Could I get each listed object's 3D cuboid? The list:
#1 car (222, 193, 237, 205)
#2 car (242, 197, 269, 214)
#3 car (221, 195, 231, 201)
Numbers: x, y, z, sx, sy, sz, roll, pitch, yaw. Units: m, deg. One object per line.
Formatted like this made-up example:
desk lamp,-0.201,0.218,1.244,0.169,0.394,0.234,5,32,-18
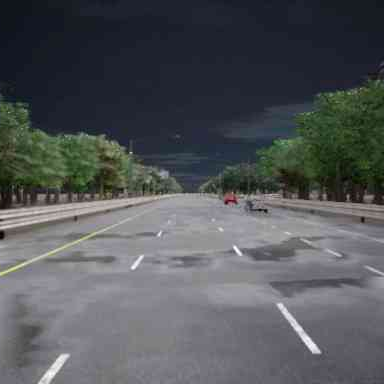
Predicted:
car,7.015,1.289,61.551,2.150,2.045,5.566,0,0,0
car,7.007,1.588,36.628,2.033,1.411,5.357,0,0,0
car,9.444,1.647,91.397,1.994,1.385,4.181,0,0,15
